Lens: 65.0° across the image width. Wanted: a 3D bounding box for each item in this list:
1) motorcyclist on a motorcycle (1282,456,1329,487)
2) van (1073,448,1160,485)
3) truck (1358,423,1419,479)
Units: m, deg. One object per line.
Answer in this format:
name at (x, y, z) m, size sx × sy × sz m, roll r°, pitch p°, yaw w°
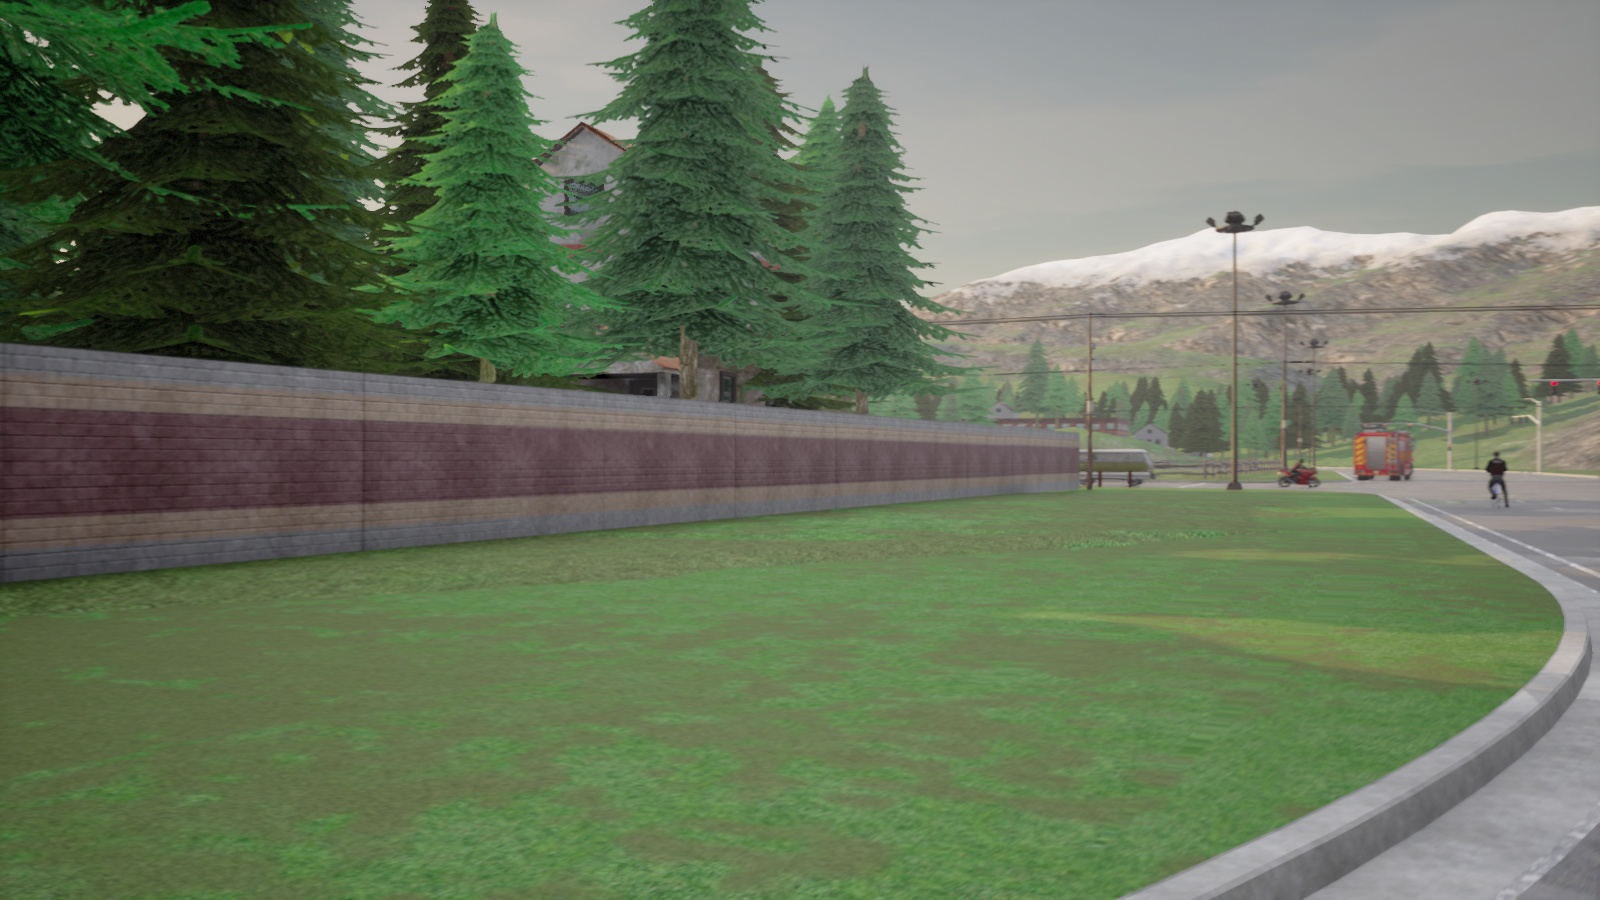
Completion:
motorcyclist on a motorcycle at (25.152, 1.085, 62.541) m, size 2.044 × 1.523 × 0.797 m, roll 0°, pitch -2°, yaw 8°
van at (17.277, 0.899, 68.561) m, size 4.442 × 1.987 × 1.775 m, roll 0°, pitch 0°, yaw 22°
truck at (41.852, 0.085, 89.194) m, size 2.891 × 3.827 × 8.468 m, roll 0°, pitch 0°, yaw 32°
